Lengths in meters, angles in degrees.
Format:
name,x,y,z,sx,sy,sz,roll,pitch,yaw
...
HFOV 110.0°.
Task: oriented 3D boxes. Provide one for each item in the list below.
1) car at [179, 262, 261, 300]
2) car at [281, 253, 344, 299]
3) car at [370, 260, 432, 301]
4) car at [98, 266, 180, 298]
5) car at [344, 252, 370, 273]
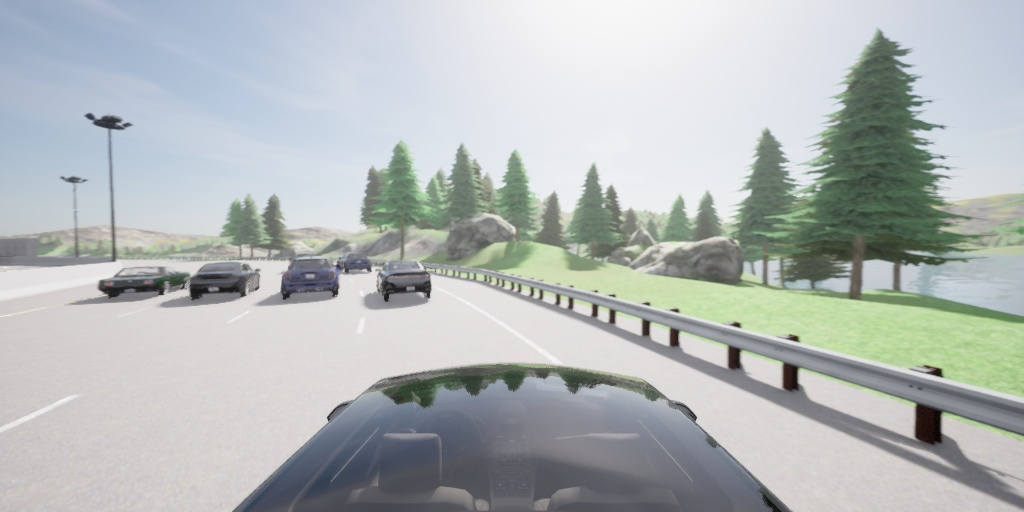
name,x,y,z,sx,sy,sz,roll,pitch,yaw
car,-12.807,1.005,16.235,1.837,1.490,4.892,-1,2,-26
car,-9.038,0.811,16.420,2.097,1.767,4.553,-1,2,-24
car,-4.722,0.934,15.420,2.128,1.511,4.902,-1,2,-24
car,-17.070,1.124,16.959,1.895,1.301,4.718,-1,2,-28
car,-13.851,0.475,31.273,2.097,1.767,4.553,-2,2,-35
